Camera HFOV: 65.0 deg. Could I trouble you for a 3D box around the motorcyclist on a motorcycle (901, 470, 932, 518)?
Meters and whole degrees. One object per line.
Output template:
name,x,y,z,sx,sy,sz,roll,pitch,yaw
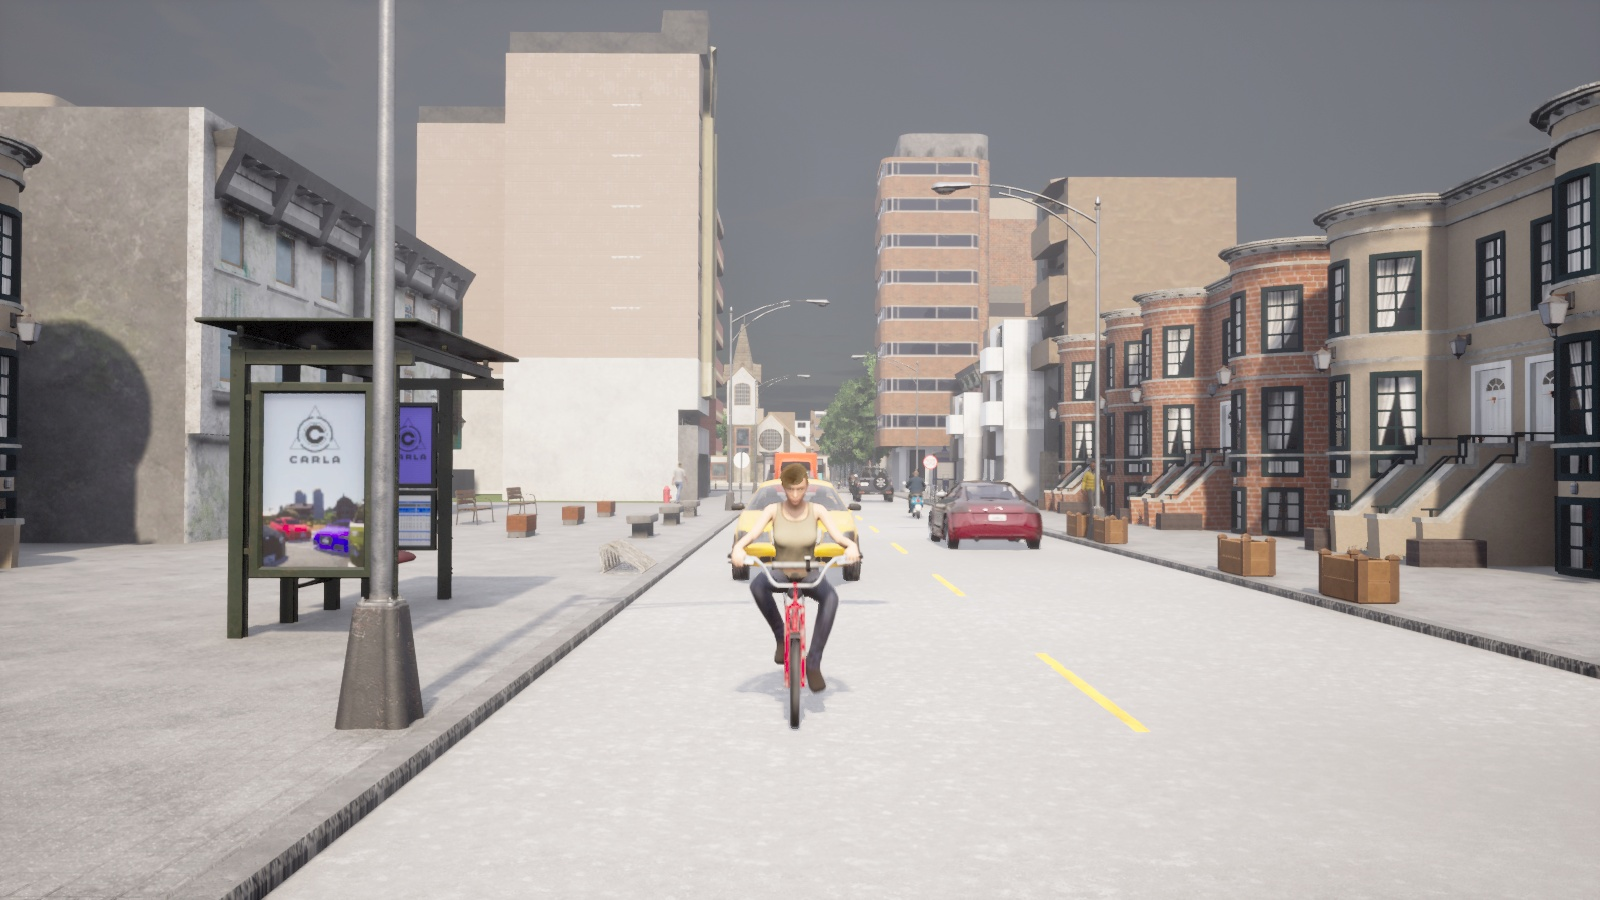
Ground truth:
motorcyclist on a motorcycle,3.888,1.458,42.112,0.866,1.590,1.817,0,-1,0

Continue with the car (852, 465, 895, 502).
car,3.790,1.715,65.589,1.932,1.855,4.605,0,-1,0

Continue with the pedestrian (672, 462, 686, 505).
pedestrian,-5.300,1.471,55.238,0.354,1.836,0.706,-1,-1,18

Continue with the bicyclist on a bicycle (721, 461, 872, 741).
bicyclist on a bicycle,-0.025,0.886,8.019,0.866,1.612,1.509,0,-1,0

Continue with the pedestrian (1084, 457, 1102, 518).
pedestrian,8.871,1.126,38.021,0.370,1.835,0.726,0,-1,1

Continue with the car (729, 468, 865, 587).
car,-0.048,1.080,19.473,1.801,1.575,5.366,0,-1,0

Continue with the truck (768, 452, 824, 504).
truck,-0.195,1.364,61.799,2.627,2.467,5.204,0,-1,0

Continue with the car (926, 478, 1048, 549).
car,3.934,1.317,27.088,1.994,1.385,4.181,0,-1,0
